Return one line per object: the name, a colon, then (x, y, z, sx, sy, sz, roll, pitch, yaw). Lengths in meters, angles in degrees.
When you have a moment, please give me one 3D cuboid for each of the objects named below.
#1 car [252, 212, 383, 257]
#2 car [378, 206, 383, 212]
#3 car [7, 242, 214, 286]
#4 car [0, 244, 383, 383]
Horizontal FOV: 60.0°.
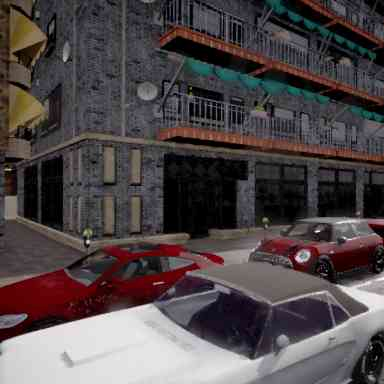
car: (3.423, 1.443, 9.016, 4.097, 1.590, 1.967, 0, 0, -36)
car: (8.028, 1.322, 12.315, 5.009, 1.841, 2.192, 0, 0, -36)
car: (-1.180, 1.583, 5.718, 4.206, 1.307, 1.802, 0, 0, -36)
car: (0.434, 1.601, 3.695, 4.718, 1.301, 1.895, 0, 0, -36)
